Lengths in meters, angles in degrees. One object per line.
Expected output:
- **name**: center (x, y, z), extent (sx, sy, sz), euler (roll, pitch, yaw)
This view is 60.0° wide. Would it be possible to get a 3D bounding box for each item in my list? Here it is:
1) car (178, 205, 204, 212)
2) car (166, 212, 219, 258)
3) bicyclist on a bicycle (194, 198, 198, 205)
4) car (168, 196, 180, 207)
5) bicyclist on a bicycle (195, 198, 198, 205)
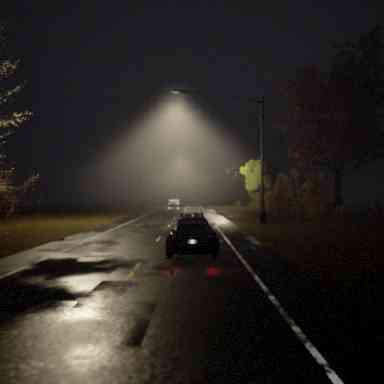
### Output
- **car**: center (0.040, 1.894, 28.235), extent (1.895, 1.301, 4.718), euler (0, -1, 0)
- **car**: center (0.031, 1.706, 13.467), extent (1.994, 1.385, 4.181), euler (0, -1, 0)
- **bicyclist on a bicycle**: center (1.030, 2.244, 80.939), extent (0.866, 1.612, 1.509), euler (0, -1, 0)
- **car**: center (-3.463, 1.871, 64.525), extent (2.150, 2.045, 5.566), euler (0, -1, 1)
- **bicyclist on a bicycle**: center (1.025, 2.089, 71.939), extent (0.659, 1.776, 1.843), euler (0, 0, 0)
